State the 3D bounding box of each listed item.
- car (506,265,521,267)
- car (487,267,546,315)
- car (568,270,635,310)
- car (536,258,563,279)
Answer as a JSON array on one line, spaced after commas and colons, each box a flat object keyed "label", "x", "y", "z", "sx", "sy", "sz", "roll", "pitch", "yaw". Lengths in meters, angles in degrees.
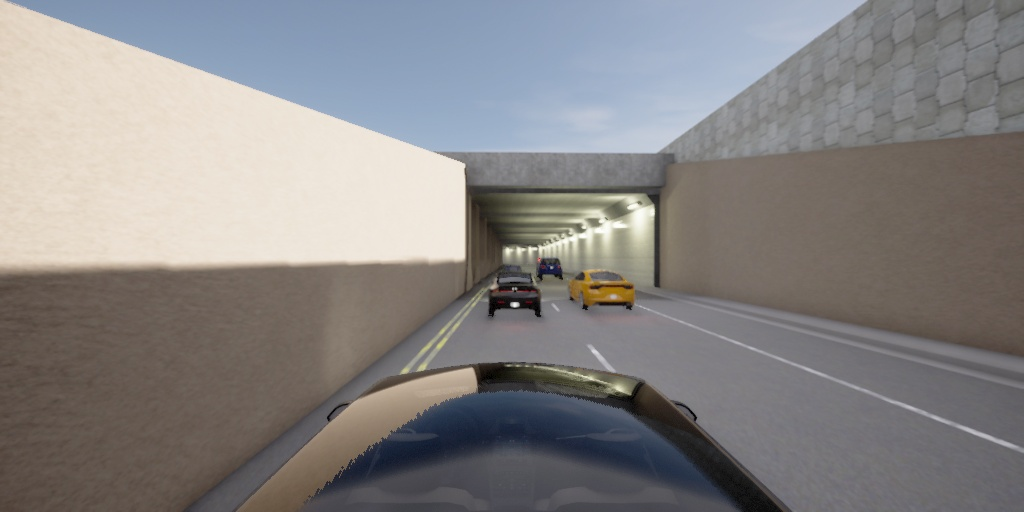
[{"label": "car", "x": 0.099, "y": 1.469, "z": 30.553, "sx": 2.033, "sy": 1.411, "sz": 5.357, "roll": 0, "pitch": 0, "yaw": 0}, {"label": "car", "x": 0.098, "y": 1.326, "z": 13.871, "sx": 1.837, "sy": 1.490, "sz": 4.892, "roll": 0, "pitch": -1, "yaw": 0}, {"label": "car", "x": 3.598, "y": 1.307, "z": 15.184, "sx": 1.882, "sy": 1.535, "sz": 5.008, "roll": 0, "pitch": 0, "yaw": 0}, {"label": "car", "x": 3.599, "y": 1.169, "z": 35.060, "sx": 2.150, "sy": 2.045, "sz": 5.566, "roll": 0, "pitch": 0, "yaw": 0}]
